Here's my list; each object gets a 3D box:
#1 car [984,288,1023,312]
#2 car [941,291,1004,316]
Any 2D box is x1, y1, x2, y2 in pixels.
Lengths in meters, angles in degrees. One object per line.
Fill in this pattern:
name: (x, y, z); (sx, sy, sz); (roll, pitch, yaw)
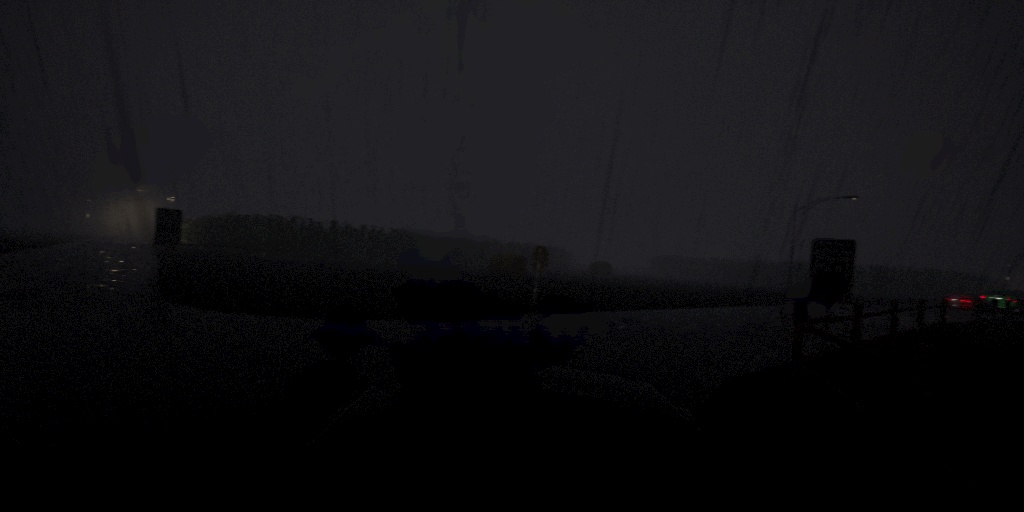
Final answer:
car: (43.331, 3.946, 31.419); (5.566, 2.045, 2.150); (4, 1, -24)
car: (34.172, 3.582, 26.844); (4.902, 1.511, 2.128); (4, 0, -27)
